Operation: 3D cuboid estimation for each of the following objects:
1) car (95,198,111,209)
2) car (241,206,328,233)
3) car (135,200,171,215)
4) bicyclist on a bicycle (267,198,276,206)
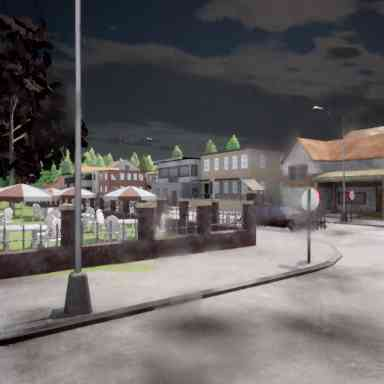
[{"bbox_3d":[-11.594,1.527,43.942,1.812,1.442,4.674,0,1,-35],"label":"car"},{"bbox_3d":[5.338,1.547,20.094,2.033,1.411,5.357,0,0,-36],"label":"car"},{"bbox_3d":[-3.926,1.351,33.107,2.097,1.767,4.553,0,0,-35],"label":"car"},{"bbox_3d":[7.565,1.349,31.435,1.656,1.620,0.582,0,0,-35],"label":"bicyclist on a bicycle"}]
